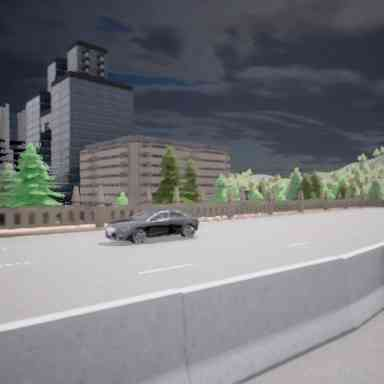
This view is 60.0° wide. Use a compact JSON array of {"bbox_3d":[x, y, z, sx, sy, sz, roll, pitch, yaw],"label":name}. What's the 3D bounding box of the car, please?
[{"bbox_3d":[-1.793,1.587,16.254,4.902,1.511,2.128,0,-1,-42],"label":"car"}]
